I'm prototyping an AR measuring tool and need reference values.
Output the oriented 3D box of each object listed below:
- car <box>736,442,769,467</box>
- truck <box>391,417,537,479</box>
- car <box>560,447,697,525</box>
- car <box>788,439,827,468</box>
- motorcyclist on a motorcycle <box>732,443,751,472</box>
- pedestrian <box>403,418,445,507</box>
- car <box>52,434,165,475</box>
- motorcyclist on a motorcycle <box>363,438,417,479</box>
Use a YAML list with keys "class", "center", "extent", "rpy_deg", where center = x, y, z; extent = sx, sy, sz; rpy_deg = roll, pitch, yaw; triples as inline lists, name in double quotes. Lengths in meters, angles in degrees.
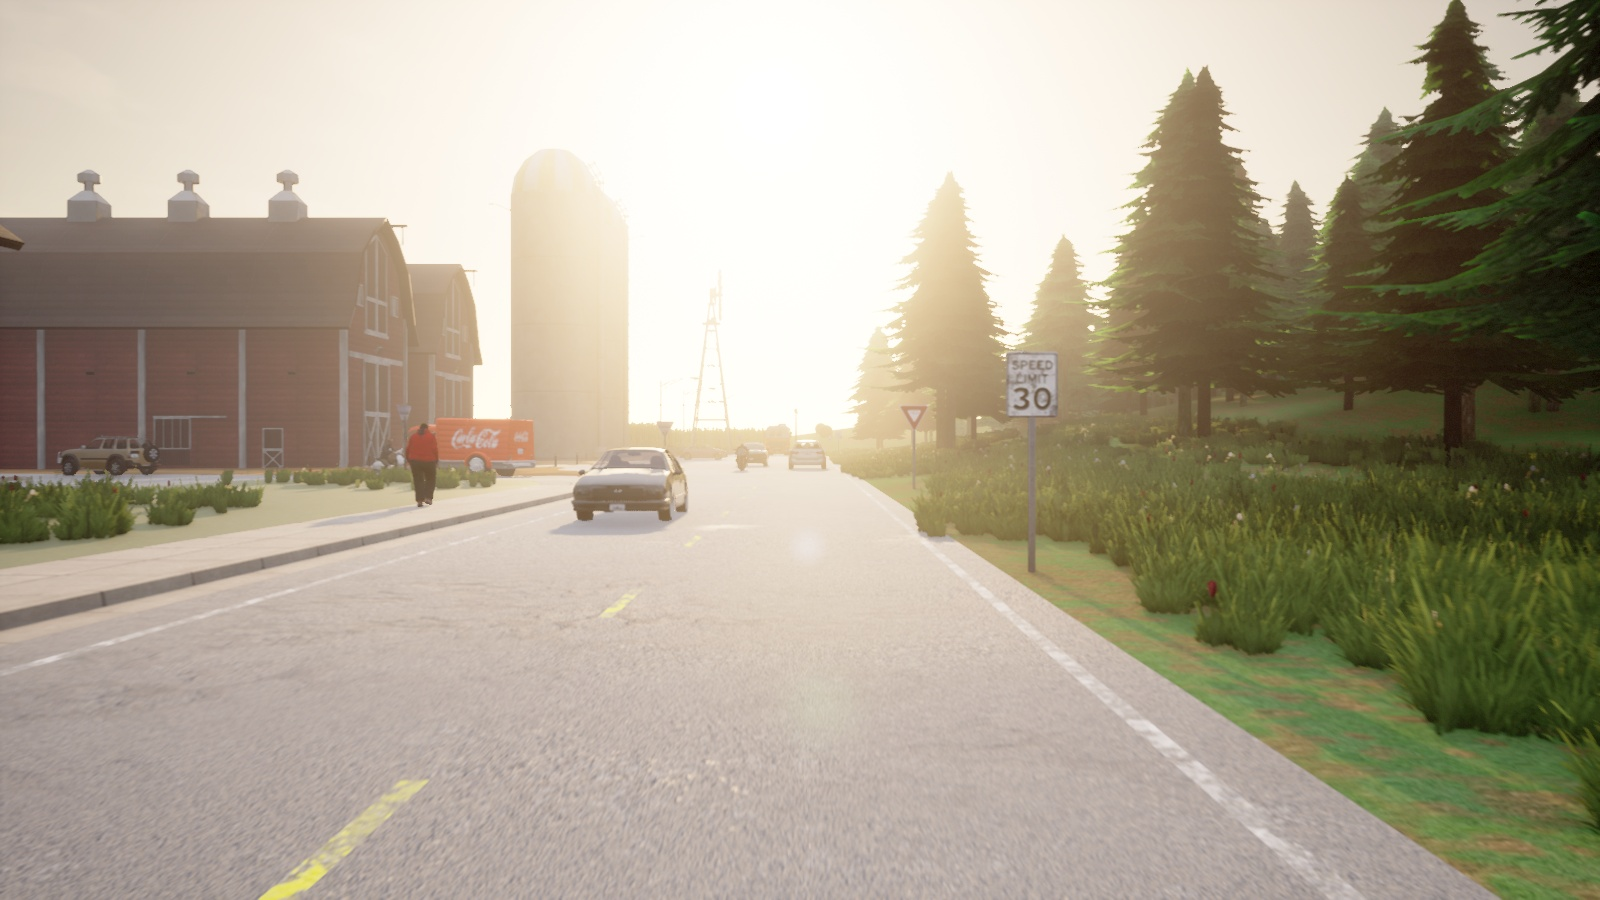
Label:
- class: "car"
  center: [-3.026, 0.270, 80.642]
  extent: [1.882, 1.535, 5.008]
  rpy_deg: [0, 0, 0]
- class: "truck"
  center: [-13.934, -0.110, 52.175]
  extent: [5.204, 2.467, 2.627]
  rpy_deg: [1, 1, 16]
- class: "car"
  center: [-3.339, 0.648, 25.564]
  extent: [2.033, 1.411, 5.357]
  rpy_deg: [0, 0, 0]
- class: "car"
  center: [0.434, 0.179, 73.591]
  extent: [2.242, 1.667, 4.611]
  rpy_deg: [0, 0, 0]
- class: "motorcyclist on a motorcycle"
  center: [-3.104, 0.404, 66.958]
  extent: [0.866, 1.530, 2.191]
  rpy_deg: [0, 0, 0]
- class: "pedestrian"
  center: [-7.924, 0.247, 26.471]
  extent: [0.634, 1.844, 0.899]
  rpy_deg: [0, 0, -2]
- class: "car"
  center: [-31.734, 0.202, 57.638]
  extent: [4.605, 1.855, 1.932]
  rpy_deg: [0, 0, 19]
- class: "motorcyclist on a motorcycle"
  center: [-16.064, 0.336, 49.202]
  extent: [1.817, 1.590, 0.866]
  rpy_deg: [0, 0, 18]
